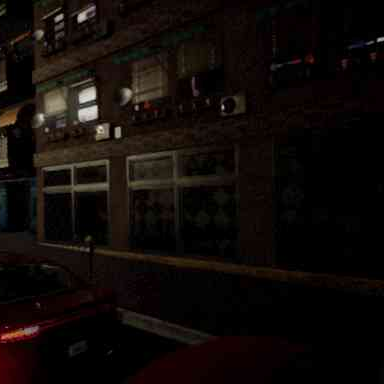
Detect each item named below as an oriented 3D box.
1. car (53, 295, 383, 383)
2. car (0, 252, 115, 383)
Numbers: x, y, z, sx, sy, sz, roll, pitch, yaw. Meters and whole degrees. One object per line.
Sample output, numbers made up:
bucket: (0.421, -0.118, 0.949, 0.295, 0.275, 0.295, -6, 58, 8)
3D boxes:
car: (1.453, 1.543, 1.708, 4.507, 1.381, 1.887, 0, -2, 36)
car: (-3.050, 1.574, 4.918, 4.507, 1.381, 1.887, 0, -2, 36)
